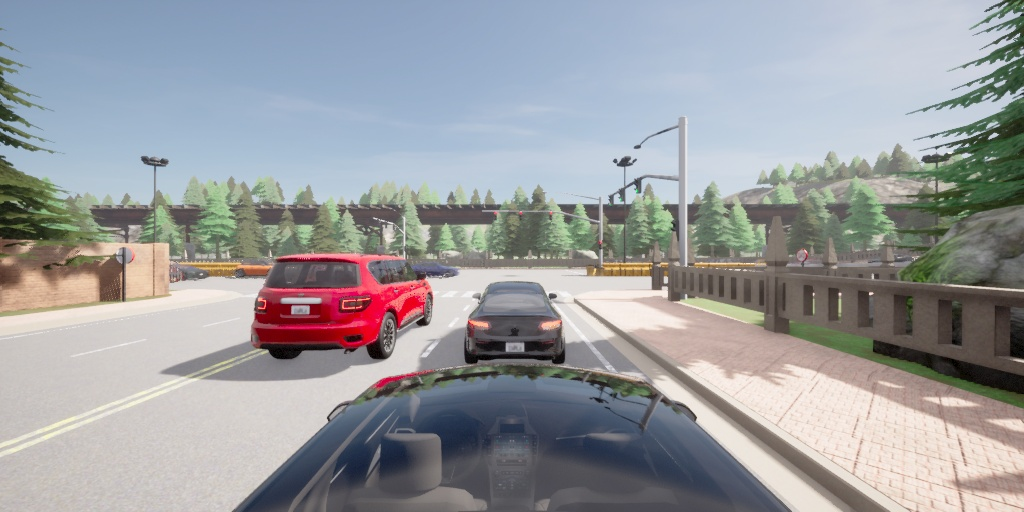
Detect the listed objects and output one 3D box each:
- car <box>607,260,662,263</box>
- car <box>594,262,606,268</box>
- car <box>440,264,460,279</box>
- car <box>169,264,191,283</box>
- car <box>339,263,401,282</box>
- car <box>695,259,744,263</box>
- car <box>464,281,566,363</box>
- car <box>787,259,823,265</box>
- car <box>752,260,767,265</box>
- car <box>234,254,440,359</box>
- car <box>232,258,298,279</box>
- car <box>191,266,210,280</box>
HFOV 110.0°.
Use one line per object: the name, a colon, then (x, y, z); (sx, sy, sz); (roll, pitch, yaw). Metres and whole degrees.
car: (13.404, 1.228, 39.618); (5.008, 1.535, 1.882); (0, 0, 0)
car: (13.129, 1.241, 46.618); (4.902, 1.511, 2.128); (0, 0, 0)
car: (-7.065, 1.275, 32.505); (4.674, 1.442, 1.812); (0, 0, 0)
car: (-26.337, 1.102, 25.593); (4.553, 1.767, 2.097); (0, 0, 0)
car: (-11.404, 1.314, 29.026); (4.181, 1.385, 1.994); (0, 0, 0)
car: (22.425, 1.102, 39.584); (4.553, 1.767, 2.097); (0, 0, 0)
car: (0.061, 1.276, 7.969); (1.812, 1.442, 4.674); (0, 0, 0)
car: (31.578, 1.335, 39.568); (4.718, 1.301, 1.895); (-1, 0, 0)
car: (32.232, 1.205, 46.566); (5.008, 1.535, 1.882); (-1, 0, 0)
car: (-3.441, 0.971, 8.520); (2.150, 2.045, 5.566); (0, 0, 0)
car: (-22.359, 1.102, 32.572); (4.553, 1.767, 2.097); (0, 0, 0)
car: (-27.175, 1.314, 29.093); (4.181, 1.385, 1.994); (0, 0, 0)
